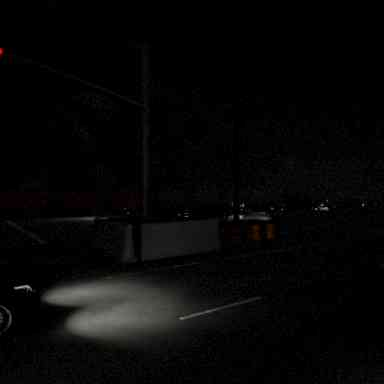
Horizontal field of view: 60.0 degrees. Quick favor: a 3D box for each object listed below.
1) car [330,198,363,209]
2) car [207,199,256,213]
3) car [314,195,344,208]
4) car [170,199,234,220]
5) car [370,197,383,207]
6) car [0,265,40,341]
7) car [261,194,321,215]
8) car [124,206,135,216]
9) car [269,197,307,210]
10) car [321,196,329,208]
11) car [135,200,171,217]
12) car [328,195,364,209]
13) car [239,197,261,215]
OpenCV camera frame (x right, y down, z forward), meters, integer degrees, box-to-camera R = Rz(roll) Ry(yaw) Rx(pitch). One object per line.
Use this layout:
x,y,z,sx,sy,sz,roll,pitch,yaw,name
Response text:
20.733,1.538,44.494,4.718,1.301,1.895,0,0,-35,car
4.473,1.510,37.227,5.357,1.411,2.033,0,0,-35,car
19.881,1.288,48.270,4.553,1.767,2.097,0,0,-38,car
1.043,1.479,26.222,4.892,1.490,1.837,0,0,-35,car
25.122,1.425,43.530,4.902,1.511,2.128,0,0,-38,car
-4.705,1.528,4.688,4.674,1.442,1.812,0,0,-35,car
9.648,1.181,32.331,5.566,2.045,2.150,0,0,-36,car
-3.966,1.577,31.248,4.718,1.301,1.895,0,0,-35,car
12.448,1.440,42.829,4.902,1.511,2.128,0,0,-35,car
13.462,1.442,39.290,4.902,1.511,2.128,0,0,-35,car
-2.023,1.481,28.335,4.892,1.490,1.837,0,0,-35,car
17.697,1.438,37.985,4.902,1.511,2.128,0,0,-35,car
5.981,1.315,34.021,4.553,1.767,2.097,0,0,-35,car
